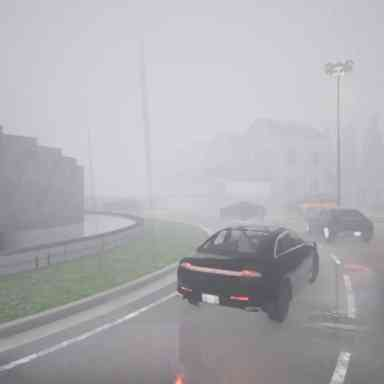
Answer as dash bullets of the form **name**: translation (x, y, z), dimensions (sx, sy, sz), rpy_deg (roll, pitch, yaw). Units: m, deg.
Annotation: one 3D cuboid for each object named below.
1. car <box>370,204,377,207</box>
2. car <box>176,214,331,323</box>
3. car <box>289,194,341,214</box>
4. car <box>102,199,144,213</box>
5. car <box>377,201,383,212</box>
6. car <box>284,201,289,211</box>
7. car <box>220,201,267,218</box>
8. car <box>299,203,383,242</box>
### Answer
- **car**: translation (22.785, 1.580, 38.243), dimensions (4.718, 1.301, 1.895), rpy_deg (0, 0, -22)
- **car**: translation (1.522, 1.487, 7.373), dimensions (2.128, 1.511, 4.902), rpy_deg (0, 0, 30)
- **car**: translation (12.048, 1.337, 31.431), dimensions (4.553, 1.767, 2.097), rpy_deg (0, 0, -12)
- **car**: translation (-7.829, 1.480, 37.486), dimensions (4.902, 1.511, 2.128), rpy_deg (0, 0, 20)
- **car**: translation (21.878, 1.459, 34.100), dimensions (5.008, 1.535, 1.882), rpy_deg (0, 0, -22)
- **car**: translation (12.575, 1.202, 35.036), dimensions (5.566, 2.045, 2.150), rpy_deg (0, 0, -12)
- **car**: translation (4.075, 1.479, 27.240), dimensions (2.128, 1.511, 4.902), rpy_deg (0, 0, -26)
- **car**: translation (7.005, 1.496, 16.324), dimensions (1.837, 1.490, 4.892), rpy_deg (0, 0, 2)
